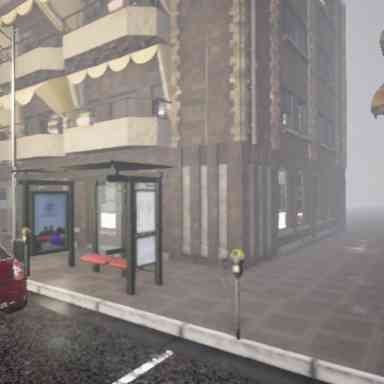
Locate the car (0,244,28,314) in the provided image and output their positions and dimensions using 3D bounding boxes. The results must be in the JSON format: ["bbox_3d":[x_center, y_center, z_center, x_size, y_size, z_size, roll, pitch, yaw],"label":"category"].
[{"bbox_3d":[-5.048,1.478,6.450,4.097,1.590,1.967,0,0,35],"label":"car"}]
